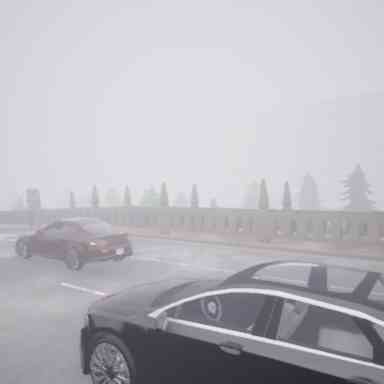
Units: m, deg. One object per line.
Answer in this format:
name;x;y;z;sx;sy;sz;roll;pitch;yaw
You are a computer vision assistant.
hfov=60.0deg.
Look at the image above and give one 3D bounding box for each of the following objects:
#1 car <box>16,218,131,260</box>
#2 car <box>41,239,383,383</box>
car;-3.997;1.591;11.138;4.674;1.442;1.812;0;0;35
car;0.853;1.499;3.382;4.902;1.511;2.128;0;0;35
